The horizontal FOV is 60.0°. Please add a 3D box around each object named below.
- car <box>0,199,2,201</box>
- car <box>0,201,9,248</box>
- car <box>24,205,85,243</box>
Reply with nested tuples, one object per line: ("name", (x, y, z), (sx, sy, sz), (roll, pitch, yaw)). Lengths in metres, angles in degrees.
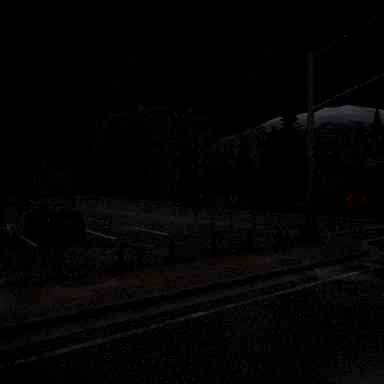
("car", (-21.607, 1.374, 36.413), (1.845, 1.501, 3.633), (0, 0, -36))
("car", (-8.880, 1.331, 13.428), (2.152, 1.636, 5.027), (0, 0, -36))
("car", (-6.367, 1.340, 15.306), (2.007, 1.523, 4.514), (0, 0, -36))
